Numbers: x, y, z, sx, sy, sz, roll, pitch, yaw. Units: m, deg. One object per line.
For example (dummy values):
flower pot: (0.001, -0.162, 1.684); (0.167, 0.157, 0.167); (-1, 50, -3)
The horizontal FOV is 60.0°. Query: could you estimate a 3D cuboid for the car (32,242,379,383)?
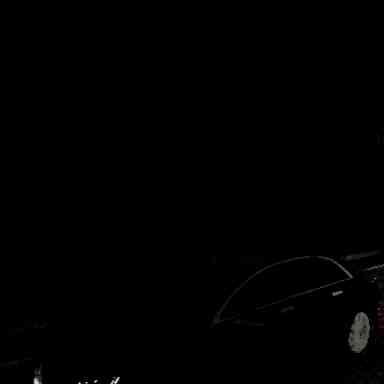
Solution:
car: (0.593, 1.500, 4.393); (4.892, 1.490, 1.837); (0, 0, -35)
